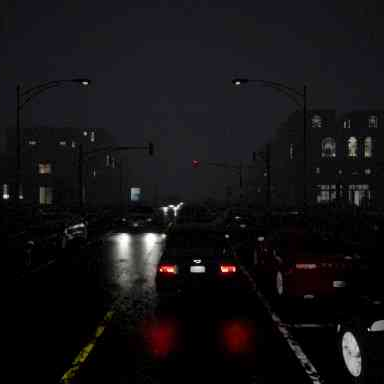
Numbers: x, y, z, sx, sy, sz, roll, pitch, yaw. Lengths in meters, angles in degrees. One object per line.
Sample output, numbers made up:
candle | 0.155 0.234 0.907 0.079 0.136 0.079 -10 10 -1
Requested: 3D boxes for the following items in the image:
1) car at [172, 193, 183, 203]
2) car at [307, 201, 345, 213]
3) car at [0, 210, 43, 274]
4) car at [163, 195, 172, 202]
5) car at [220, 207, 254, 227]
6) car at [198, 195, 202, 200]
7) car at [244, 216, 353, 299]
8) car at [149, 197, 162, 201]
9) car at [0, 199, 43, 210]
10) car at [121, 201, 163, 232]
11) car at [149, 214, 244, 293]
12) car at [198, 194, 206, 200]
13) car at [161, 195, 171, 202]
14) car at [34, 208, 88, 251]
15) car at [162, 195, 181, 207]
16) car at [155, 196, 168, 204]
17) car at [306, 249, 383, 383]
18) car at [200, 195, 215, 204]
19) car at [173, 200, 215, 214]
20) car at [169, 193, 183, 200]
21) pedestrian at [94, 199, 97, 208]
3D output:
car | -3.046 1.236 72.122 2.150 2.045 5.566 0 0 0
car | 14.787 1.653 37.261 4.181 1.385 1.994 0 0 1
car | -5.691 1.441 8.305 1.967 1.590 4.097 0 0 0
car | -5.737 1.539 79.515 1.752 1.417 4.829 0 0 0
car | 2.681 1.553 19.677 2.008 1.369 4.403 0 0 0
car | 2.654 1.590 63.109 1.802 1.307 4.206 0 0 0
car | 2.688 1.546 8.293 1.887 1.381 4.507 0 0 0
car | -5.720 1.588 52.075 1.802 1.307 4.206 0 0 0
car | -18.393 1.468 34.553 5.357 1.411 2.033 0 0 1
car | -3.064 1.527 20.430 1.812 1.442 4.674 0 0 0
car | 0.098 1.548 8.976 2.033 1.411 5.357 0 0 0
car | 2.637 1.458 90.720 1.967 1.590 4.097 0 0 0
car | -5.733 1.452 74.162 1.967 1.590 4.097 0 0 0
car | -5.696 1.552 13.997 2.008 1.369 4.403 0 0 0
car | -3.141 1.532 51.114 1.812 1.442 4.674 0 0 1
car | -5.727 1.559 63.118 2.008 1.369 4.403 0 0 0
car | 2.692 1.551 2.601 2.008 1.369 4.403 0 0 0
car | 2.661 1.572 52.067 1.947 1.339 4.313 0 0 0
car | 0.087 1.480 19.441 1.882 1.535 5.008 0 0 0
car | -3.105 1.500 61.466 2.128 1.511 4.902 0 0 0
pedestrian | -12.579 1.415 43.203 0.375 1.300 0.375 0 -1 1
